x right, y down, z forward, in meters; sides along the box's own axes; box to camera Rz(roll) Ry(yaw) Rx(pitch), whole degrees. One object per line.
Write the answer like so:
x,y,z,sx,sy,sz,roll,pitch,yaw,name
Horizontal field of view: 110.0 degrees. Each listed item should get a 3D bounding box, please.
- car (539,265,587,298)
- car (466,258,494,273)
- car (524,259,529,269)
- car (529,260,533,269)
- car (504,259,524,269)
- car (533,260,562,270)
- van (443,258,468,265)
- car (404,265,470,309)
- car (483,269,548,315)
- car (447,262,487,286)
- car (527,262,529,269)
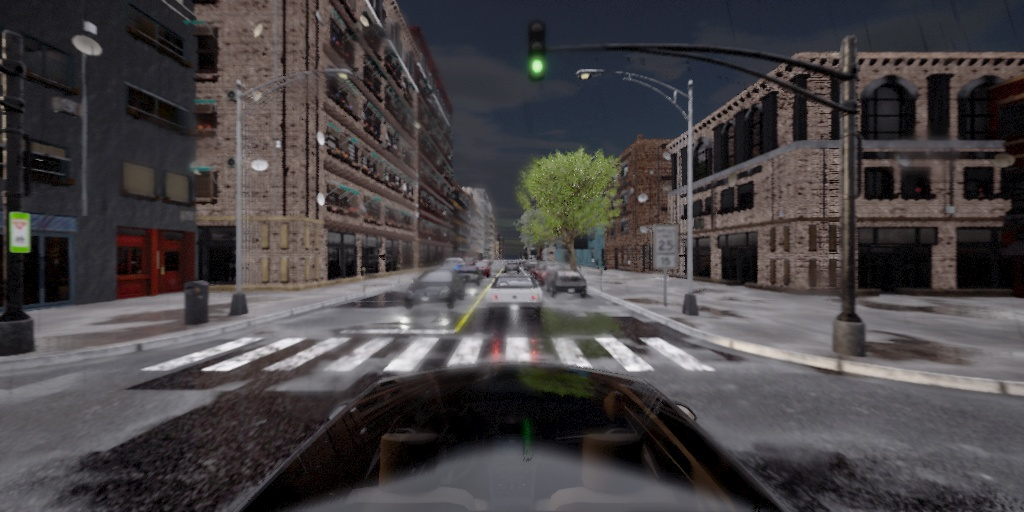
2.689,1.316,18.316,2.007,1.370,4.403,0,0,0,car
-3.074,1.264,35.544,1.882,1.535,5.008,0,0,1,car
2.685,1.356,46.799,2.007,1.370,4.403,0,0,0,car
2.687,1.219,29.709,1.967,1.591,4.097,0,0,0,car
-0.004,1.293,44.672,2.128,1.511,4.902,0,0,0,car
2.688,1.212,24.013,1.967,1.591,4.097,0,0,0,car
-5.694,1.127,35.407,1.690,1.789,3.998,0,0,0,van
-3.096,1.287,15.180,1.812,1.442,4.674,0,0,0,car
0.099,1.361,13.689,1.895,1.301,4.718,0,0,0,car
-3.085,1.337,25.155,1.994,1.385,4.181,0,0,0,car
2.687,1.368,35.406,1.802,1.307,4.207,0,0,0,car
